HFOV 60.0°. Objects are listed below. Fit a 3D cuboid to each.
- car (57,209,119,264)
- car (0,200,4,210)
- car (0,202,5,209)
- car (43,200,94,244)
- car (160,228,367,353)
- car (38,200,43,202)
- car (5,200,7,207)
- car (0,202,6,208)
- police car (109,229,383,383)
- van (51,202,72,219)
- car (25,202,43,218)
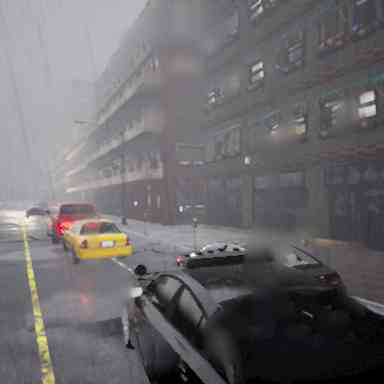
[{"bbox_3d":[-3.877,1.681,12.878,1.801,1.575,5.366,0,-1,-28],"label":"car"},{"bbox_3d":[-32.156,2.337,53.742,2.192,1.841,5.009,1,-1,-28],"label":"car"},{"bbox_3d":[-42.665,2.962,73.836,1.947,1.339,4.313,1,-1,-28],"label":"car"},{"bbox_3d":[-6.583,1.546,18.057,2.150,2.045,5.566,0,-1,-28],"label":"car"},{"bbox_3d":[1.084,1.659,7.166,2.008,1.369,4.403,1,-1,-28],"label":"car"},{"bbox_3d":[-30.440,2.543,67.469,2.192,1.841,5.009,1,-1,-28],"label":"car"},{"bbox_3d":[-40.038,2.853,68.811,2.008,1.369,4.403,1,-1,-28],"label":"car"},{"bbox_3d":[-45.292,3.040,78.861,2.008,1.369,4.403,1,-1,-28],"label":"car"},{"bbox_3d":[0.381,1.486,3.896,1.930,1.638,5.238,0,-1,-21],"label":"police car"},{"bbox_3d":[-14.678,2.009,37.320,1.690,1.788,3.998,1,-1,-28],"label":"van"},{"bbox_3d":[-18.202,2.232,38.567,1.812,1.442,4.674,0,-1,-27],"label":"car"}]
